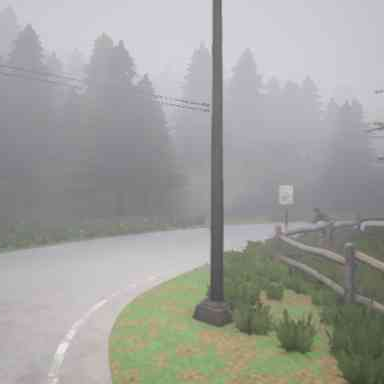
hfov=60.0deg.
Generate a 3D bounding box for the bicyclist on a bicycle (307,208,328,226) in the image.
[{"bbox_3d":[5.559,1.506,14.431,0.582,1.620,1.656,0,0,-40],"label":"bicyclist on a bicycle"}]
